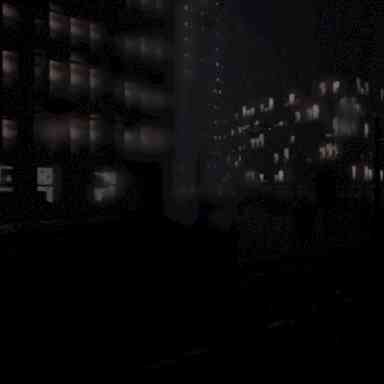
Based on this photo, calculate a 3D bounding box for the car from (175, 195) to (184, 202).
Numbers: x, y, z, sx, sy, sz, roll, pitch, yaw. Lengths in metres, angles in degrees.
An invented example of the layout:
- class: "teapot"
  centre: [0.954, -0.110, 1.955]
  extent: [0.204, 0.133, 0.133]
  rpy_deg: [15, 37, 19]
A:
- class: "car"
  centre: [-1.175, 1.074, 54.326]
  extent: [1.947, 1.339, 4.313]
  rpy_deg: [1, 0, -34]

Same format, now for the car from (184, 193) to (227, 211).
- class: "car"
  centre: [1.693, 1.011, 36.178]
  extent: [2.192, 1.841, 5.009]
  rpy_deg: [1, 0, -34]

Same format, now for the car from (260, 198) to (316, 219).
- class: "car"
  centre: [7.928, 1.409, 27.054]
  extent: [1.802, 1.307, 4.206]
  rpy_deg: [1, 0, -34]

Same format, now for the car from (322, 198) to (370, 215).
- class: "car"
  centre: [14.427, 1.276, 31.515]
  extent: [1.967, 1.590, 4.097]
  rpy_deg: [1, 0, -34]

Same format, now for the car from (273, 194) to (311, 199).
- class: "car"
  centre: [11.307, 1.211, 36.077]
  extent: [1.967, 1.590, 4.097]
  rpy_deg: [1, 0, -34]

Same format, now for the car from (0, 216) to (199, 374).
- class: "car"
  centre: [-2.211, 1.316, 4.523]
  extent: [5.009, 1.841, 2.192]
  rpy_deg: [0, 0, -36]

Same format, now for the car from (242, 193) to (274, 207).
- class: "car"
  centre: [8.189, 1.020, 40.639]
  extent: [2.192, 1.841, 5.009]
  rpy_deg: [1, 0, -34]
